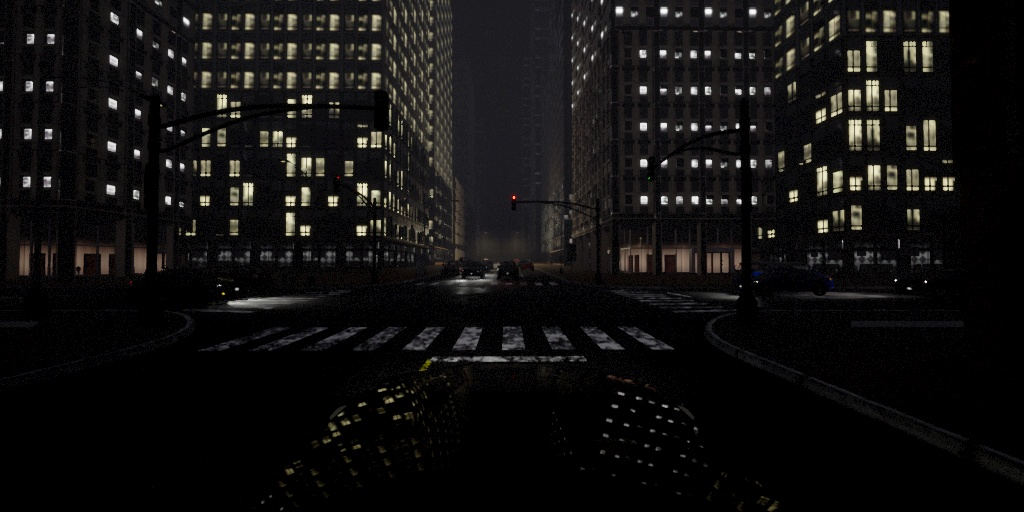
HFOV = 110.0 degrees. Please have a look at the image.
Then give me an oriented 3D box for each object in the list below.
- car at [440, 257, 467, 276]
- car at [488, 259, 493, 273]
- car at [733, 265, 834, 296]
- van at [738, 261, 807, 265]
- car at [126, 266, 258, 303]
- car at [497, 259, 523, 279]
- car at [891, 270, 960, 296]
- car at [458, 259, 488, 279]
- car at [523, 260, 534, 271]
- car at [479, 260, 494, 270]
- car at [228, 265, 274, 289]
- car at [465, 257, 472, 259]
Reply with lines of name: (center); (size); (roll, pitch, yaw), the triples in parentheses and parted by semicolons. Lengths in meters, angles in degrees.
car: (-6.161, 1.203, 37.026); (1.967, 1.591, 4.097); (0, 0, -1)
car: (-3.654, 1.367, 43.431); (1.895, 1.301, 4.718); (0, 0, -1)
car: (14.524, 1.342, 19.212); (4.674, 1.442, 1.812); (0, -1, -2)
van: (15.716, 1.210, 21.808); (3.998, 1.789, 1.690); (0, 0, -1)
car: (-14.056, 1.269, 15.700); (4.181, 1.385, 1.994); (0, -1, -1)
car: (-0.355, 1.254, 32.637); (2.128, 1.511, 4.902); (0, 0, 0)
car: (23.567, 1.434, 19.315); (4.718, 1.301, 1.895); (0, -1, -1)
car: (-3.520, 1.266, 33.214); (1.837, 1.490, 4.892); (0, 0, -1)
car: (2.069, 1.350, 48.350); (1.802, 1.307, 4.207); (0, 0, -1)
car: (-3.792, 1.317, 54.068); (2.033, 1.411, 5.357); (0, 0, -1)
car: (-16.756, 1.255, 21.446); (4.097, 1.591, 1.967); (0, 0, -1)
car: (-6.310, 1.082, 48.176); (2.192, 1.841, 5.009); (0, 0, -1)
